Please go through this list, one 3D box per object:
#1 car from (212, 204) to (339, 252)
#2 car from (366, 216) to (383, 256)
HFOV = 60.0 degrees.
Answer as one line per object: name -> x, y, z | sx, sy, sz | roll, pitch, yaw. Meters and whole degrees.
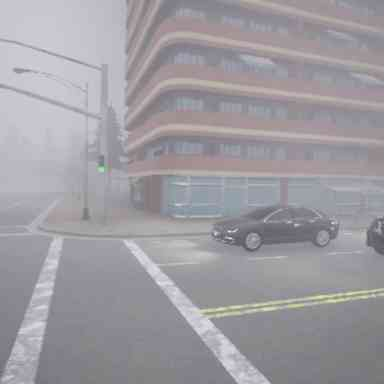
car -> 3.126, 1.228, 12.384 | 4.892, 1.490, 1.837 | 0, 2, -20
car -> 8.257, 1.088, 10.485 | 5.566, 2.045, 2.150 | 1, 2, -20
